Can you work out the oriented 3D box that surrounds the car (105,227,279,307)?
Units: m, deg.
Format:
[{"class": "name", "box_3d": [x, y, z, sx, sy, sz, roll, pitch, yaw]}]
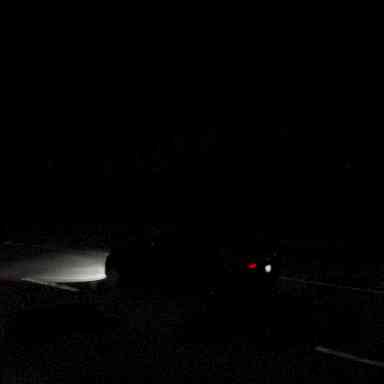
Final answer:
[{"class": "car", "box_3d": [-0.105, 1.551, 7.954, 4.181, 1.385, 1.994, 0, 0, 33]}]
